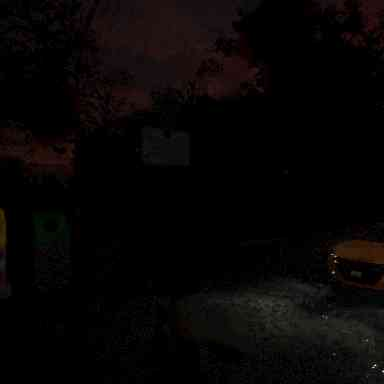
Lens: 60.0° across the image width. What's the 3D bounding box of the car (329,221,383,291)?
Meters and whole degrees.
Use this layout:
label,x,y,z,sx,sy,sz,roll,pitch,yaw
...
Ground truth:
label,x,y,z,sx,sy,sz,roll,pitch,yaw
car,5.538,1.482,8.582,5.008,1.535,1.882,0,0,-36
